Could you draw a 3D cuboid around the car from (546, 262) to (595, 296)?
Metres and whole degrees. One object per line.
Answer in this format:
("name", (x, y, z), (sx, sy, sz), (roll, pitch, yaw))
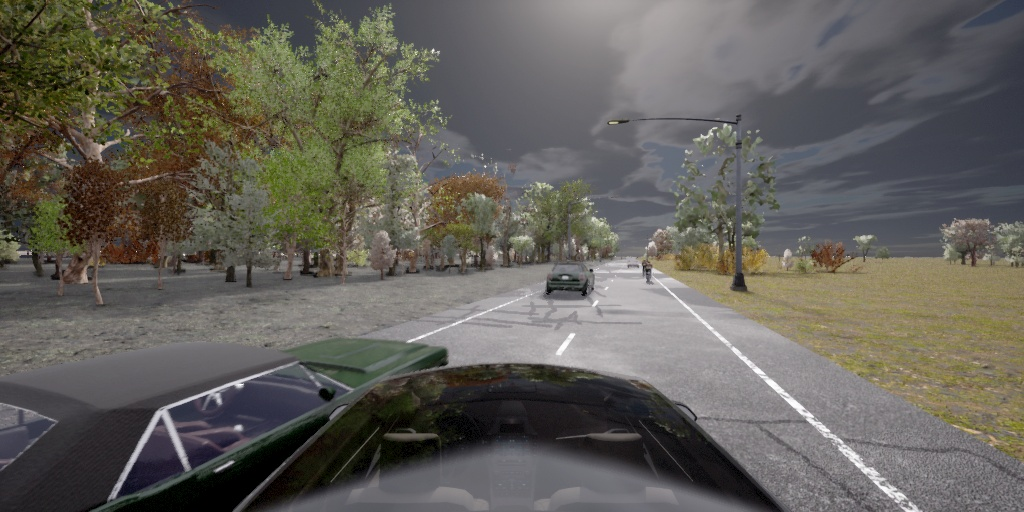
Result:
("car", (3.314, 1.105, 19.742), (2.097, 1.767, 4.553), (0, 0, 18))

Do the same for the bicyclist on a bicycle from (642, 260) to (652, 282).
("bicyclist on a bicycle", (10.421, 1.208, 27.340), (0.582, 1.620, 1.656), (0, 0, 18))

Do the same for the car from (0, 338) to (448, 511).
("car", (-2.294, 1.350, 2.769), (1.895, 1.301, 4.718), (0, 0, 18))
